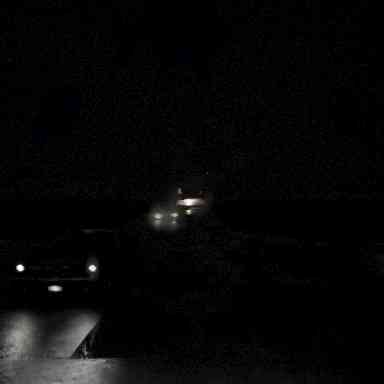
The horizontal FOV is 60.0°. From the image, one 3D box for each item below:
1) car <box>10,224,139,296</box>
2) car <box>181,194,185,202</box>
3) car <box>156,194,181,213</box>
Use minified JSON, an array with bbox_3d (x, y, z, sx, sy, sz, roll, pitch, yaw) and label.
[{"bbox_3d":[-2.682,1.585,8.753,1.895,1.301,4.718,0,0,0],"label":"car"},{"bbox_3d":[-2.268,0.975,59.853,2.033,1.411,5.357,0,0,0],"label":"car"},{"bbox_3d":[-2.481,1.261,33.608,1.882,1.535,5.008,0,1,0],"label":"car"}]
